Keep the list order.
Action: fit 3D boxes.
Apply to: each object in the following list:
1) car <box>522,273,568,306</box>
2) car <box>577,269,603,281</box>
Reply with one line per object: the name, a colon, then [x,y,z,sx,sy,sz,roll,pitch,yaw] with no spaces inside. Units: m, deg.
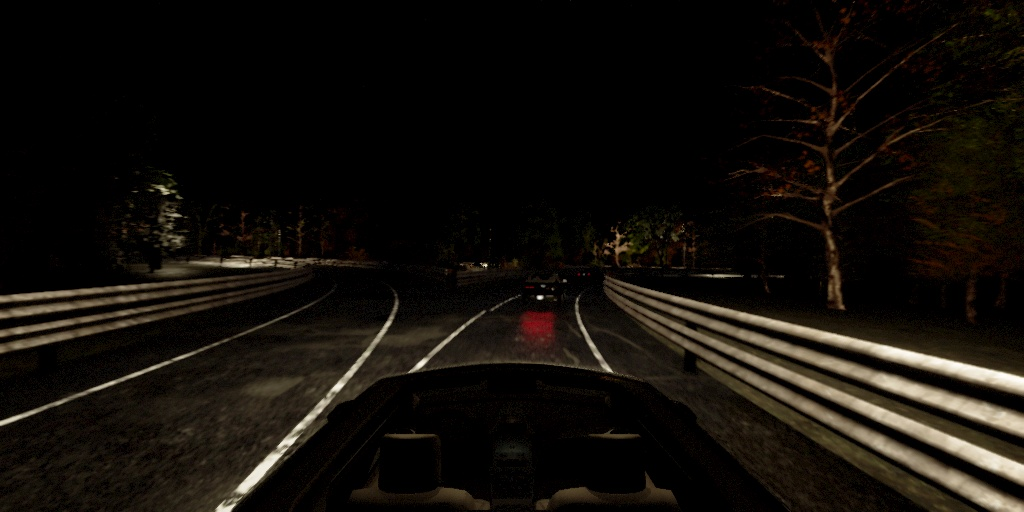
car: [1.662,1.589,18.030,1.837,1.490,4.892,-1,-1,10]
car: [9.254,2.158,41.592,2.033,1.411,5.357,0,-1,32]
